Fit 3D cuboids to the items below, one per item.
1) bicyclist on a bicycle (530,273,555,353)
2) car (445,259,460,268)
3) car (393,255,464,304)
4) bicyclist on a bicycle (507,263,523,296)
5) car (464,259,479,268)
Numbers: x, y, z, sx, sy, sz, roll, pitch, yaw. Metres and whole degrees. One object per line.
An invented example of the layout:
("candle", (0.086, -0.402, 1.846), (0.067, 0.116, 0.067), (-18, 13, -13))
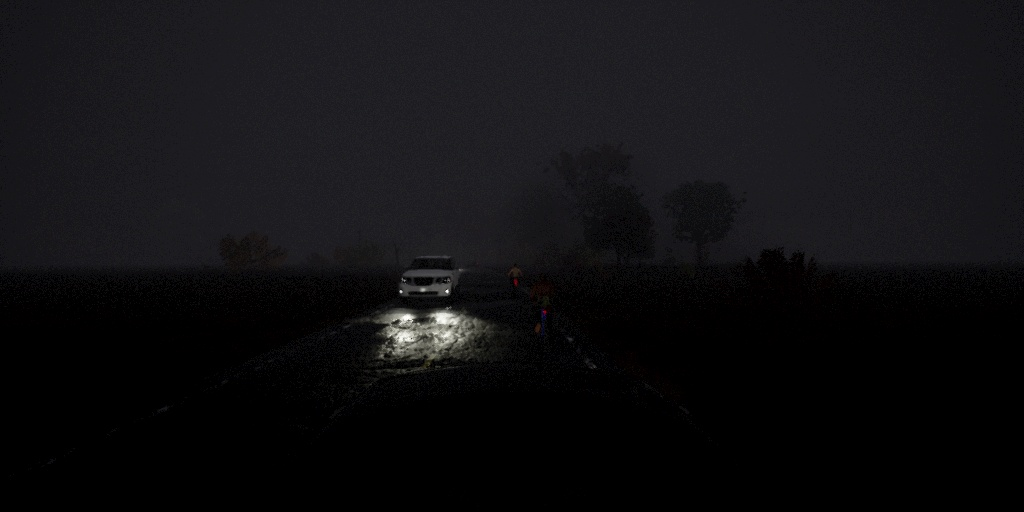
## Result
("bicyclist on a bicycle", (0.685, 1.198, 7.863), (0.582, 1.620, 1.656), (0, 0, -2))
("car", (-9.941, 1.224, 59.914), (2.128, 1.511, 4.902), (0, 0, -13))
("car", (-3.652, 0.962, 16.788), (2.150, 2.045, 5.566), (0, 0, -4))
("bicyclist on a bicycle", (0.168, 1.176, 18.115), (0.866, 1.612, 1.509), (0, 0, -3))
("car", (-6.751, 1.278, 60.180), (2.033, 1.411, 5.357), (0, 0, -14))
